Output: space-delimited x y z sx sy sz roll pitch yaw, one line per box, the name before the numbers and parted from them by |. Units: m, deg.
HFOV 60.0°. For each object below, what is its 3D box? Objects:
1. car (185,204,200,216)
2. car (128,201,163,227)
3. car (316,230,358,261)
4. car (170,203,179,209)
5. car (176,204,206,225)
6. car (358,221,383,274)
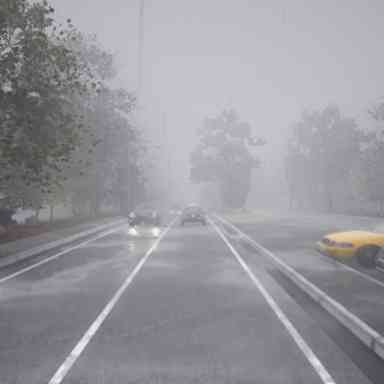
car | 0.109 2.233 43.066 1.812 1.442 4.674 0 -2 0
car | -3.344 1.575 24.746 2.097 1.767 4.553 0 -1 0
car | 6.902 1.490 10.795 5.366 1.575 1.946 0 0 0
car | -3.245 2.859 66.167 1.895 1.301 4.718 0 -4 0
car | 0.105 1.794 25.962 2.033 1.411 5.357 0 -1 0
car | 7.090 1.479 8.026 4.892 1.521 2.231 0 0 0
